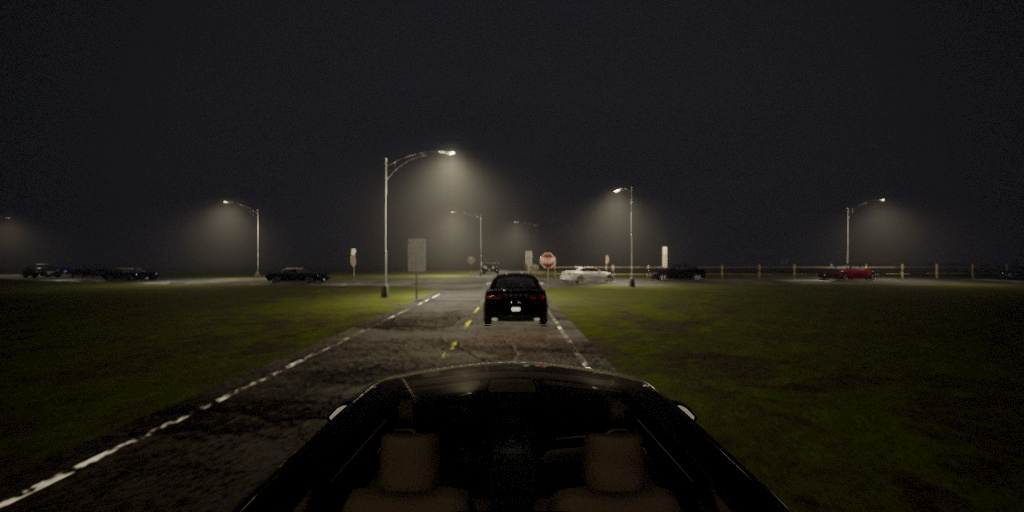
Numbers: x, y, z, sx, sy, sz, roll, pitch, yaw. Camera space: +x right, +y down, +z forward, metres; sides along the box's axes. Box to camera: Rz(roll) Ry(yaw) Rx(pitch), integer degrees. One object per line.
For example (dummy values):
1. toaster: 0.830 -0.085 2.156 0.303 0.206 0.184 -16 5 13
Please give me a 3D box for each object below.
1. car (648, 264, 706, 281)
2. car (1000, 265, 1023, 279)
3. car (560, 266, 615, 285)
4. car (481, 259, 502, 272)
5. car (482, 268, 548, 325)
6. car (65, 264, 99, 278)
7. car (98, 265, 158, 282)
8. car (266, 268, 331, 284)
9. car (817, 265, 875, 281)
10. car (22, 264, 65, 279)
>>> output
1. car: 15.106 1.491 32.993 5.008 1.535 1.882 0 0 -2
2. car: 49.339 1.573 33.863 4.892 1.490 1.837 0 0 -2
3. car: 6.147 1.545 29.190 4.674 1.442 1.812 0 -1 -26
4. car: -2.814 1.399 47.577 2.150 2.045 5.566 0 -1 0
5. car: 0.110 1.325 12.287 1.882 1.535 5.008 0 -1 0
6. car: -48.257 1.653 40.878 5.008 1.535 1.882 0 0 25
7. car: -35.411 1.716 33.302 4.718 1.301 1.895 0 0 16
8. car: -17.846 1.650 30.080 4.718 1.301 1.895 0 0 6
9. car: 31.115 1.571 33.443 4.181 1.385 1.994 0 0 -2
10. car: -51.435 1.628 39.181 4.902 1.511 2.128 0 0 25
